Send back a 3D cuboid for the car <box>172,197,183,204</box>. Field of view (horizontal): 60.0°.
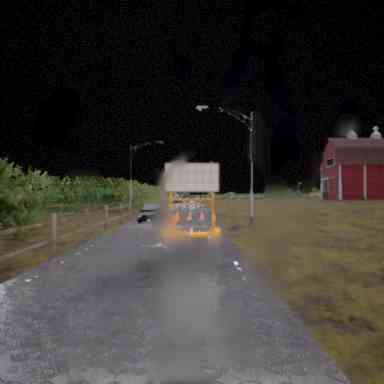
[{"bbox_3d":[-2.774,1.675,65.522,1.994,1.385,4.181,0,-1,0],"label":"car"}]

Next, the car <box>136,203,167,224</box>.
[{"bbox_3d":[-2.853,1.517,24.821,2.033,1.411,5.357,0,0,0],"label":"car"}]

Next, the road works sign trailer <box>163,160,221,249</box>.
[{"bbox_3d":[0.004,0.439,14.349,2.380,3.560,2.880,0,0,0],"label":"road works sign trailer"}]
